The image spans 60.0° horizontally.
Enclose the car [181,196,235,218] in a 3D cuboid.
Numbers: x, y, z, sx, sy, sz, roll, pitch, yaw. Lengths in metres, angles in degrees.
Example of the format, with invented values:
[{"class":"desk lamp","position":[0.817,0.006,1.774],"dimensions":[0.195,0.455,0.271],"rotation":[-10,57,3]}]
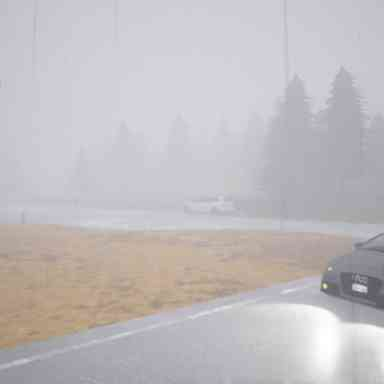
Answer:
[{"class":"car","position":[1.550,1.371,32.892],"dimensions":[5.566,2.045,2.150],"rotation":[0,0,38]}]

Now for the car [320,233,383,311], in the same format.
[{"class":"car","position":[4.715,1.614,7.307],"dimensions":[4.181,1.385,1.994],"rotation":[1,0,-36]}]
